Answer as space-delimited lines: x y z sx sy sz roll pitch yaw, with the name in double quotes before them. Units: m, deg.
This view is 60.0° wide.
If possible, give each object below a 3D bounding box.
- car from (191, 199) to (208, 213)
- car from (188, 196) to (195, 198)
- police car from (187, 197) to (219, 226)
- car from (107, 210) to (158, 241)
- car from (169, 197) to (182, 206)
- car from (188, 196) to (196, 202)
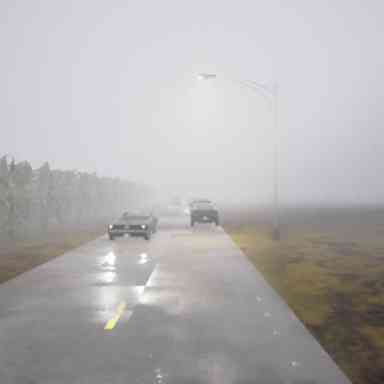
"car" 0.830 1.555 39.317 1.837 1.490 4.892 0 0 0
"car" 0.829 1.381 33.287 2.097 1.767 4.553 0 0 0
"police car" 0.828 1.432 23.425 1.930 1.638 5.238 0 0 0
"car" -2.847 1.599 16.755 1.895 1.301 4.718 0 0 0
"car" -2.796 1.636 57.197 1.837 1.490 4.892 0 0 1
"car" 0.011 1.634 78.385 1.994 1.385 4.181 0 0 0
